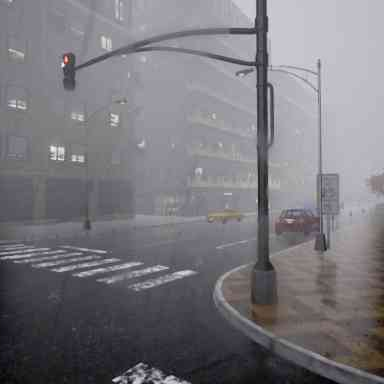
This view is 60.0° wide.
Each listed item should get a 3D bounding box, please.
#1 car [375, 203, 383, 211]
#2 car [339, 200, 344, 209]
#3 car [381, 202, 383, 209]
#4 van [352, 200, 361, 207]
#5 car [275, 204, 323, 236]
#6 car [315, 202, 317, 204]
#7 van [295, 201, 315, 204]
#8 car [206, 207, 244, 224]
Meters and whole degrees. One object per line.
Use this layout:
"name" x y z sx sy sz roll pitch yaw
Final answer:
"car" 32.697 2.582 57.383 1.947 1.339 4.313 -2 -2 35
"car" 29.152 2.500 66.793 2.192 1.841 5.009 -2 -2 35
"car" 39.207 2.744 66.617 2.008 1.369 4.403 -2 -2 35
"van" 42.136 2.881 85.287 1.690 1.788 3.998 -2 -2 35
"car" 6.655 1.750 20.447 1.967 1.590 4.097 -2 -2 35
"car" 19.388 2.360 52.937 1.967 1.590 4.097 -2 -2 35
"van" 16.132 2.173 48.323 1.690 1.788 3.998 -2 -2 35
"car" 3.016 2.001 29.709 1.752 1.417 4.829 -2 -2 35
